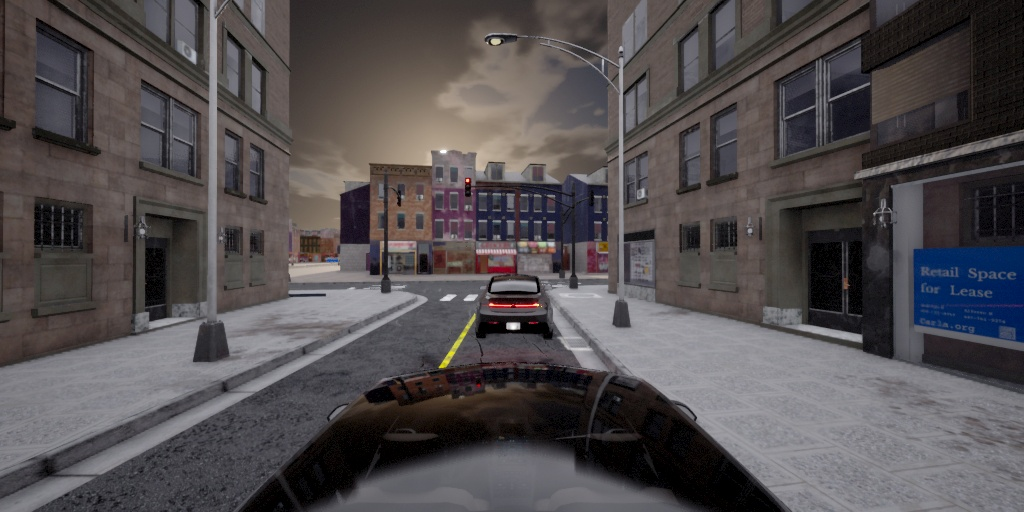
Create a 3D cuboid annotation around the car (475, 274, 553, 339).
[{"bbox_3d":[0.098,1.256,10.110,1.837,1.490,4.892,0,0,2],"label":"car"}]
